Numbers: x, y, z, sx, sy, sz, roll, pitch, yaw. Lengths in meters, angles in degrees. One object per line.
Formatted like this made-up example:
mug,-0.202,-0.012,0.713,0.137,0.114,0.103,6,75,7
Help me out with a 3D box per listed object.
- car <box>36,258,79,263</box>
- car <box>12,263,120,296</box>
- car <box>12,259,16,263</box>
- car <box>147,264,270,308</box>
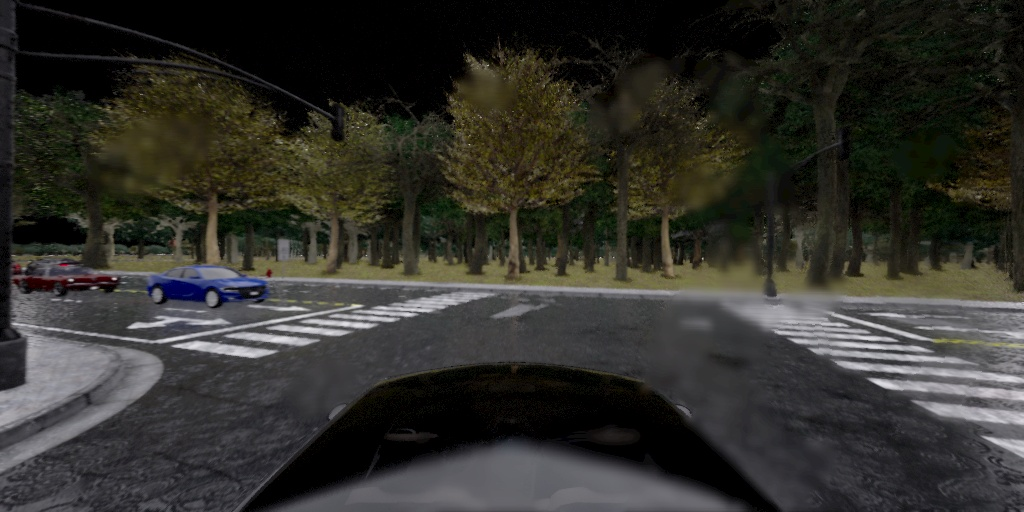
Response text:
car,-37.795,0.930,29.655,4.902,1.511,2.128,1,0,18
car,-21.580,1.158,17.422,4.718,1.301,1.895,0,0,18
car,-39.083,0.766,26.657,4.553,1.767,2.097,1,0,18
car,-12.085,1.117,14.321,5.008,1.535,1.882,0,0,18
